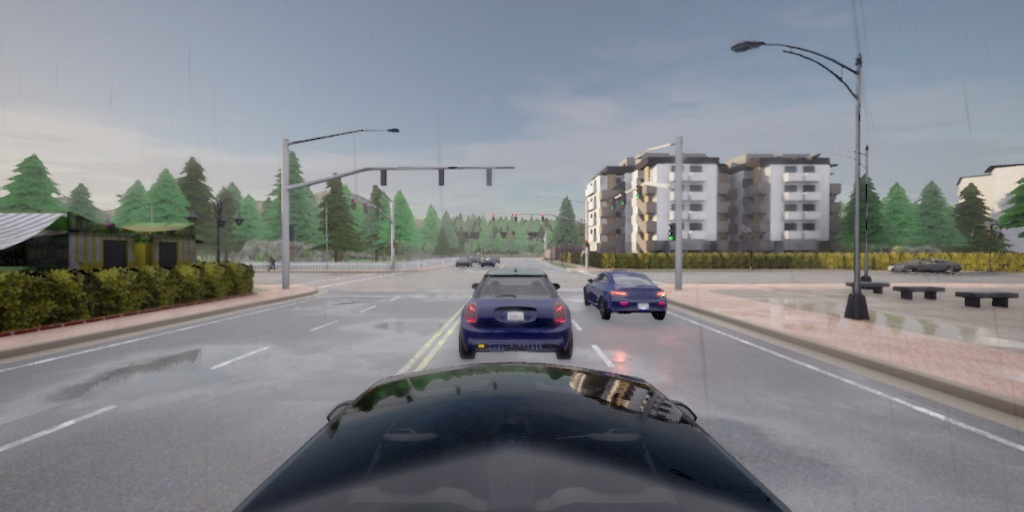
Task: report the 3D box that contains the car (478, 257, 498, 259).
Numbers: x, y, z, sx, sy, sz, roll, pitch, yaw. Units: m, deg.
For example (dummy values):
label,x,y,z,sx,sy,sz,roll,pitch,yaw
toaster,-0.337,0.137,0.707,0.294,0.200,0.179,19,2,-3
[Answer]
label,x,y,z,sx,sy,sz,roll,pitch,yaw
car,-3.313,0.981,49.986,1.895,1.301,4.718,0,0,1

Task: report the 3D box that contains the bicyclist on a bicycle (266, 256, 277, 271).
label,x,y,z,sx,sy,sz,roll,pitch,yaw
bicyclist on a bicycle,-25.595,0.777,38.170,0.582,1.620,1.656,0,1,-1

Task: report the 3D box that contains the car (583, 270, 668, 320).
label,x,y,z,sx,sy,sz,roll,pitch,yaw
car,3.645,1.196,12.111,1.812,1.442,4.674,0,0,1

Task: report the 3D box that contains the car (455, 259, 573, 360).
label,x,y,z,sx,sy,sz,roll,pitch,yaw
car,0.092,1.051,8.399,2.097,1.767,4.553,0,0,1

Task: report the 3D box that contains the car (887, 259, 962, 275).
label,x,y,z,sx,sy,sz,roll,pitch,yaw
car,38.316,0.992,33.438,4.902,1.511,2.128,0,0,16

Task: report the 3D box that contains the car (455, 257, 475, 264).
label,x,y,z,sx,sy,sz,roll,pitch,yaw
car,-6.803,0.852,50.909,1.882,1.535,5.008,0,1,0
